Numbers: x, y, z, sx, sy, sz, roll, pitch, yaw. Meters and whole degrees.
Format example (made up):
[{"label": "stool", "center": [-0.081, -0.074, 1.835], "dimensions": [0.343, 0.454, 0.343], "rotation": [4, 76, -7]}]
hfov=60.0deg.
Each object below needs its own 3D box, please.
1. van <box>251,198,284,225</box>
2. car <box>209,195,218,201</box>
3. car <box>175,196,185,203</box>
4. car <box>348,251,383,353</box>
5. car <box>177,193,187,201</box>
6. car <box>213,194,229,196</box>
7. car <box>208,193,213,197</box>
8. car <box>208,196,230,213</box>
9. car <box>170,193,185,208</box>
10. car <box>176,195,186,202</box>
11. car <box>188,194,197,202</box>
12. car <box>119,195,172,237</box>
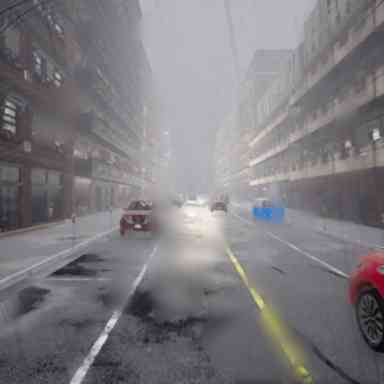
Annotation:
[{"label": "van", "center": [5.364, 1.330, 23.810], "dimensions": [1.690, 1.788, 3.998], "rotation": [1, 0, 0]}, {"label": "car", "center": [5.467, 1.492, 86.189], "dimensions": [2.008, 1.369, 4.403], "rotation": [1, 0, 0]}, {"label": "car", "center": [-2.442, 1.504, 69.160], "dimensions": [1.947, 1.339, 4.313], "rotation": [1, 0, 0]}, {"label": "car", "center": [3.577, 1.228, 2.987], "dimensions": [2.150, 2.045, 5.566], "rotation": [0, 0, 0]}, {"label": "car", "center": [-2.419, 1.246, 80.502], "dimensions": [2.192, 1.841, 5.009], "rotation": [1, 0, 0]}, {"label": "car", "center": [5.422, 1.276, 57.834], "dimensions": [2.192, 1.841, 5.009], "rotation": [1, 0, 0]}, {"label": "car", "center": [5.458, 1.510, 80.518], "dimensions": [1.947, 1.339, 4.313], "rotation": [1, 0, 0]}, {"label": "car", "center": [2.899, 1.499, 37.055], "dimensions": [1.812, 1.442, 4.674], "rotation": [0, 0, 0]}, {"label": "car", "center": [-2.477, 1.272, 46.476], "dimensions": [2.192, 1.841, 5.009], "rotation": [1, 0, 0]}, {"label": "car", "center": [-2.432, 1.485, 74.831], "dimensions": [2.008, 1.369, 4.403], "rotation": [1, 0, 0]}, {"label": "car", "center": [0.126, 1.289, 76.680], "dimensions": [2.097, 1.767, 4.553], "rotation": [0, 0, 0]}, {"label": "car", "center": [-2.525, 1.295, 18.122], "dimensions": [2.192, 1.841, 5.009], "rotation": [1, 0, 0]}]
